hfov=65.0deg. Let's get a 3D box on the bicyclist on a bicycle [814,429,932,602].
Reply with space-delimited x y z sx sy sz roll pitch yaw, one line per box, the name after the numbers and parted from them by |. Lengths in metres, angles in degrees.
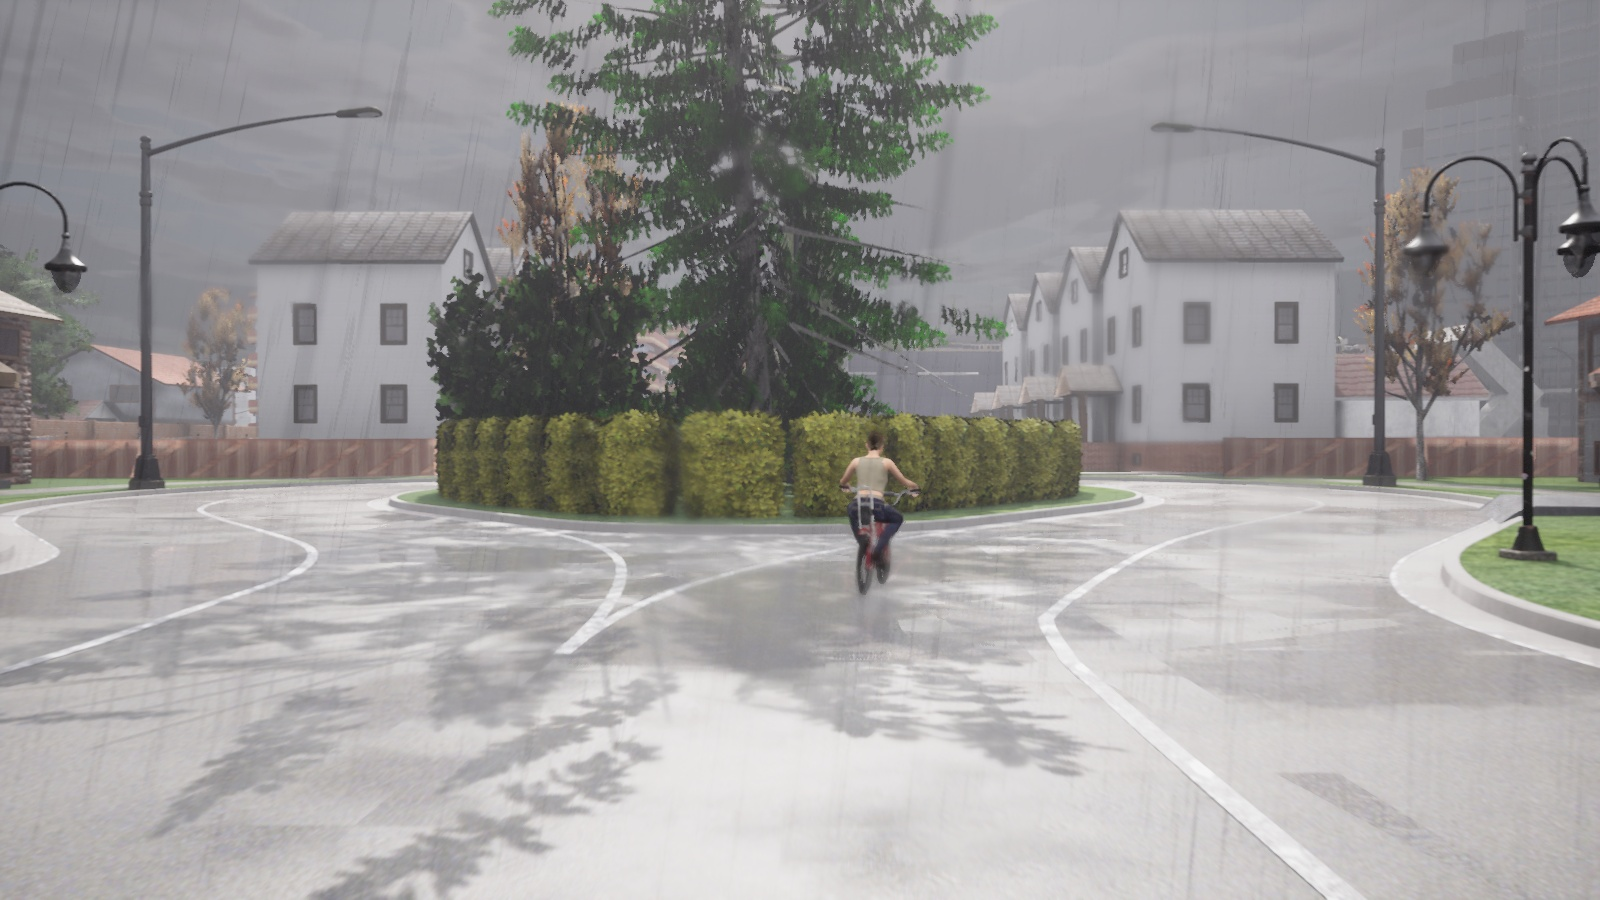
0.766 0.612 12.680 0.866 1.612 1.509 1 1 15 | bicyclist on a bicycle
